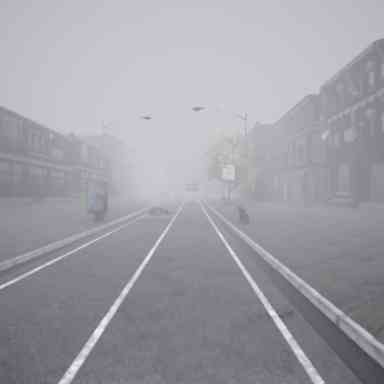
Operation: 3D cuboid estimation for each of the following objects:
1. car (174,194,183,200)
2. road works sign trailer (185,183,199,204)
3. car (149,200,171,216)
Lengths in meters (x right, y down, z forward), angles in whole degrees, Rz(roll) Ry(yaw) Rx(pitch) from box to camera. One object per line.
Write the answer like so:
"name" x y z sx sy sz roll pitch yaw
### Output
"car" -3.040 1.107 74.167 2.033 1.411 5.357 0 1 0
"road works sign trailer" -0.019 0.248 59.530 2.380 3.560 2.880 0 1 0
"car" -3.114 1.513 33.061 1.812 1.442 4.674 0 0 0
